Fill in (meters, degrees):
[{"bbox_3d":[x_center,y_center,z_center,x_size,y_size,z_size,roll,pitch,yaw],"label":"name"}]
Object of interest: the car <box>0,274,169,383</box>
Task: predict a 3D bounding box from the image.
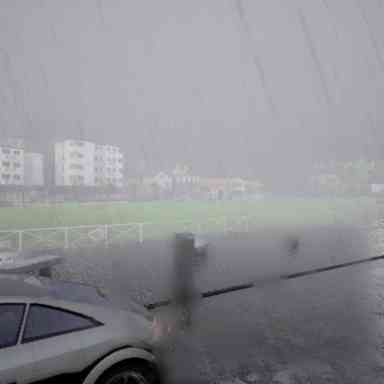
[{"bbox_3d":[-2.313,1.563,3.021,4.181,1.385,1.994,0,0,-34],"label":"car"}]
